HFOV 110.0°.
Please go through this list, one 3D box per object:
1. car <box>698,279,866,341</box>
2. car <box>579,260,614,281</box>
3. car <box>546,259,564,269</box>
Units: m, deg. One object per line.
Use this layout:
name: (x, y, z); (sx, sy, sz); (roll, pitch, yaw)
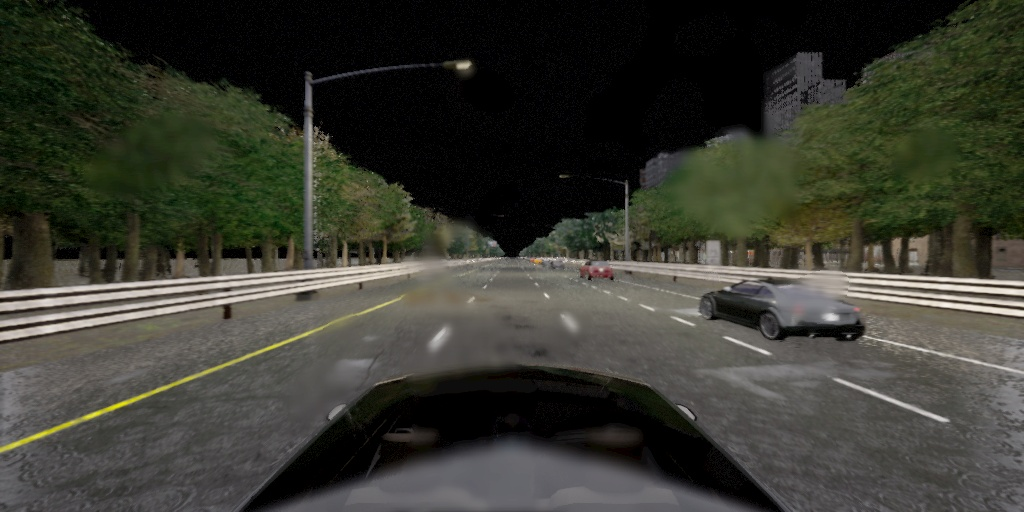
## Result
car: (6.996, 1.319, 9.864); (1.994, 1.385, 4.181); (0, 0, 0)
car: (6.994, 1.111, 30.205); (2.097, 1.767, 4.553); (0, 0, 0)
car: (6.994, 1.272, 56.174); (2.128, 1.511, 4.902); (0, 0, 0)
